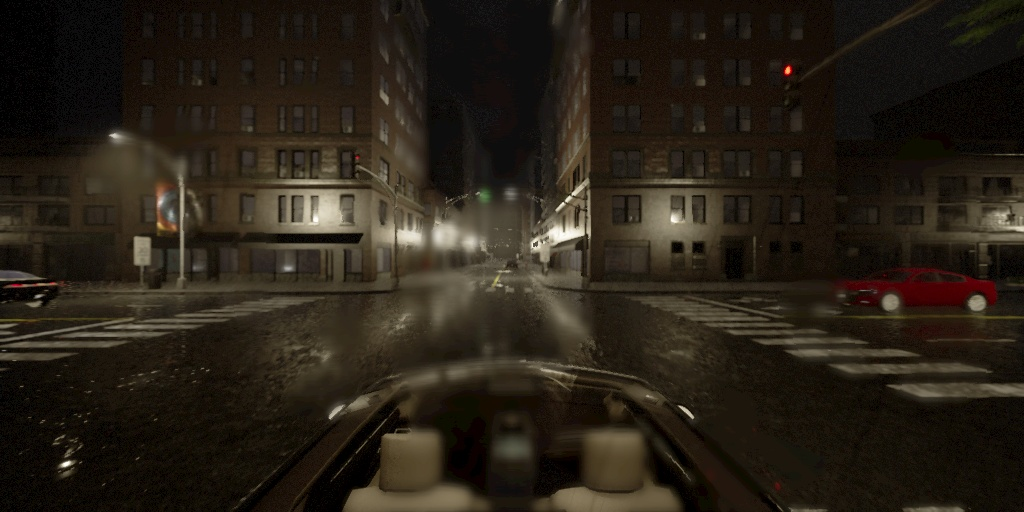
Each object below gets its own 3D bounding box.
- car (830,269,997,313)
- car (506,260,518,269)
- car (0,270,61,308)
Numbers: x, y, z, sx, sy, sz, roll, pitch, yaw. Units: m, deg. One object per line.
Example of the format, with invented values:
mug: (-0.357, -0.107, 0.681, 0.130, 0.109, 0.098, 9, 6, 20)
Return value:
car: (14.900, 1.240, 13.503, 5.008, 1.535, 1.882, 0, 0, -1)
car: (-0.020, 1.323, 58.820, 1.882, 1.535, 5.008, 0, 0, 0)
car: (-19.708, 1.272, 13.076, 4.902, 1.511, 2.128, 0, 0, -1)
